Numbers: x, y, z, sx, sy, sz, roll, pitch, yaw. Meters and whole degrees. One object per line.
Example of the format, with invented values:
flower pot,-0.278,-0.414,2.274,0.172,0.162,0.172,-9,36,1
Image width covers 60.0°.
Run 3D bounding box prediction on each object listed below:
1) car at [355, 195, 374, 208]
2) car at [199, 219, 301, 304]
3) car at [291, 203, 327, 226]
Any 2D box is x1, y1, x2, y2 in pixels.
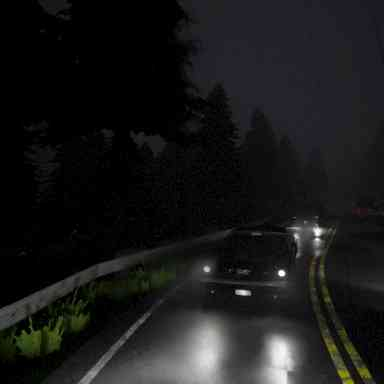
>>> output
car,20.871,1.058,40.146,2.128,1.511,4.902,-2,0,28
car,1.658,1.599,8.436,1.895,1.301,4.718,-1,0,18
car,8.078,1.434,22.627,2.033,1.411,5.357,-2,0,26
